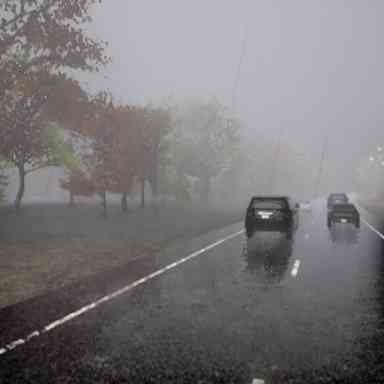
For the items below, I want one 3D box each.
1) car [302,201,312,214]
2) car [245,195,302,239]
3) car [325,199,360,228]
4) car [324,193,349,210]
[{"bbox_3d":[11.495,1.536,34.884,1.895,1.301,4.718,0,0,23],"label":"car"},{"bbox_3d":[4.290,1.188,17.382,2.150,2.045,5.566,0,0,22],"label":"car"},{"bbox_3d":[9.968,1.465,22.079,1.837,1.490,4.892,0,0,22],"label":"car"},{"bbox_3d":[16.236,1.154,37.082,2.150,2.045,5.566,0,0,23],"label":"car"}]
